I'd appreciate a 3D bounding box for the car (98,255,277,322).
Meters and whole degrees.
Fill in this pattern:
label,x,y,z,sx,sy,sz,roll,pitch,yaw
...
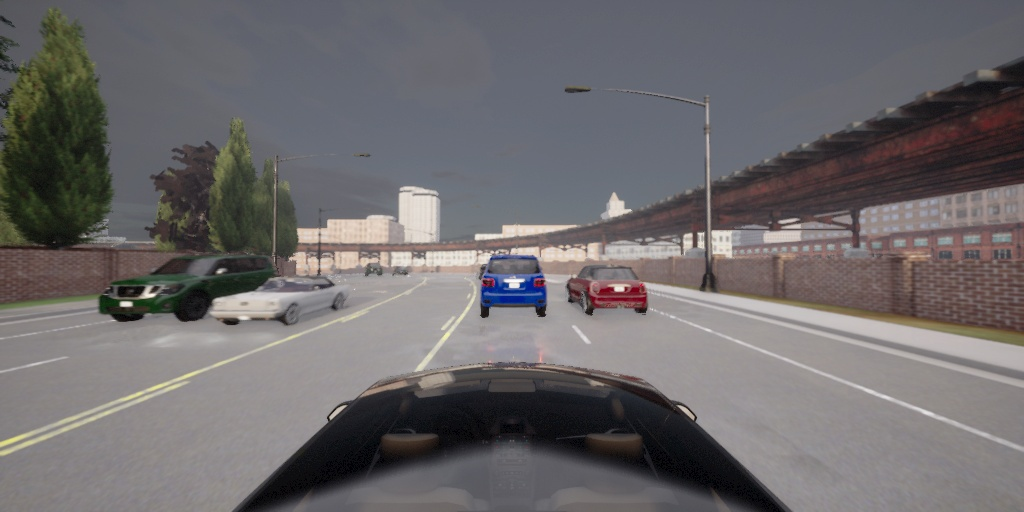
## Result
label,x,y,z,sx,sy,sz,roll,pitch,yaw
car,-10.710,0.966,12.632,2.150,2.045,5.566,0,0,-2

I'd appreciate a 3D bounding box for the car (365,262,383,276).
label,x,y,z,sx,sy,sz,roll,pitch,yaw
car,-20.180,1.935,52.439,2.150,2.045,5.566,1,-3,-25

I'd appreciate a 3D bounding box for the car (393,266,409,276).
label,x,y,z,sx,sy,sz,roll,pitch,yaw
car,-16.273,2.173,52.259,1.837,1.490,4.892,1,-2,-24

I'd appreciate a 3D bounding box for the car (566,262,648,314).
label,x,y,z,sx,sy,sz,roll,pitch,yaw
car,3.443,1.104,13.854,2.097,1.767,4.553,0,0,-2

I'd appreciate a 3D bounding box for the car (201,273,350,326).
label,x,y,z,sx,sy,sz,roll,pitch,yaw
car,-7.199,1.349,11.769,1.895,1.301,4.718,0,0,-2

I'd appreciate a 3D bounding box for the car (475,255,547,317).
label,x,y,z,sx,sy,sz,roll,pitch,yaw
car,-0.022,0.972,13.390,2.150,2.045,5.566,0,0,-2
